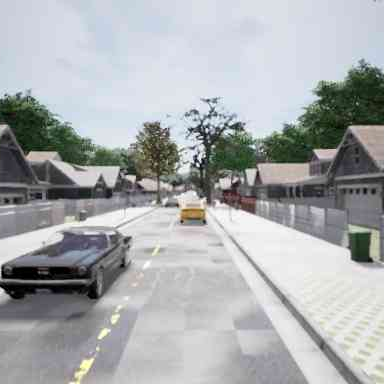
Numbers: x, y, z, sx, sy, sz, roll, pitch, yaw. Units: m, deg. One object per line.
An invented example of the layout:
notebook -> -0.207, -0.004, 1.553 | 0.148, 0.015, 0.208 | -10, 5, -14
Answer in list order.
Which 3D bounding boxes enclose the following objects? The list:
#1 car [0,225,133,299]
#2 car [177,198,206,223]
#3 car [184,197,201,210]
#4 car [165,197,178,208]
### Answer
car -> -2.844, 1.596, 8.578 | 1.895, 1.301, 4.718 | 0, 0, 0
car -> 0.088, 1.467, 25.634 | 1.882, 1.535, 5.008 | 0, 0, 0
car -> 0.069, 1.484, 43.674 | 2.128, 1.511, 4.902 | 0, 0, 0
car -> -2.803, 1.518, 48.228 | 1.812, 1.442, 4.674 | 0, 0, 0
